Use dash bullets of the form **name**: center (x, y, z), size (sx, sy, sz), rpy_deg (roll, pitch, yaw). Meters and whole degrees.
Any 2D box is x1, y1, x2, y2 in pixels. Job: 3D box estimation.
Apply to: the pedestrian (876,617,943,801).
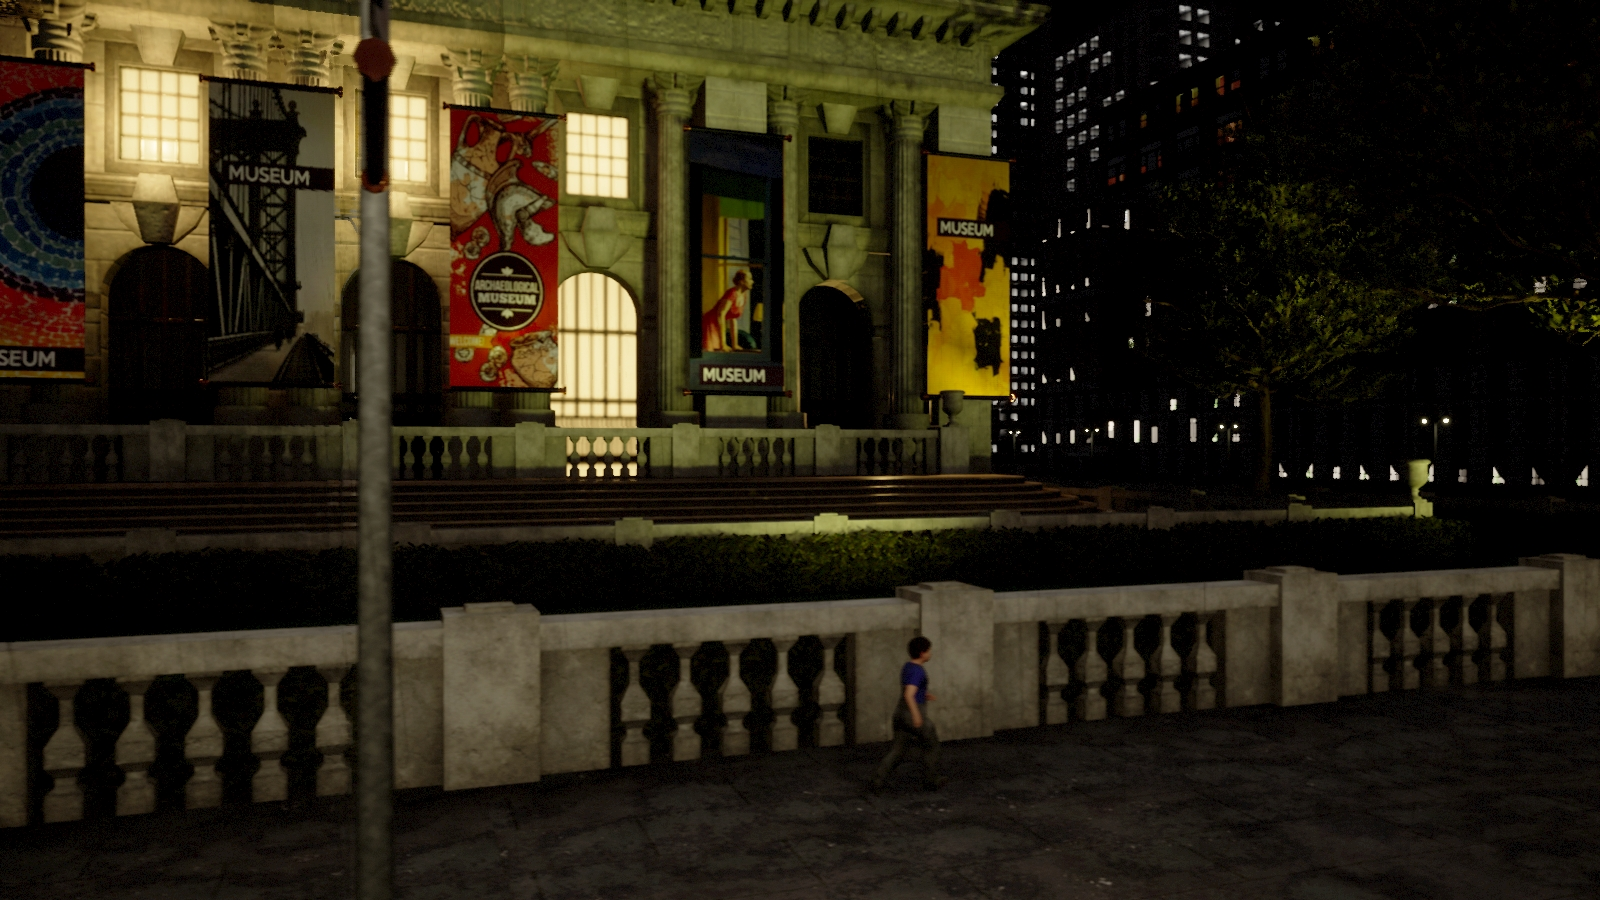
- **pedestrian**: center (0.843, 1.976, 8.809), size (0.375, 1.300, 0.375), rpy_deg (0, 0, -26)
